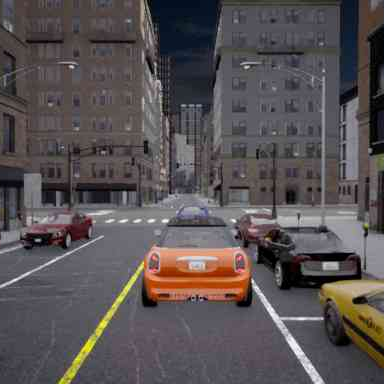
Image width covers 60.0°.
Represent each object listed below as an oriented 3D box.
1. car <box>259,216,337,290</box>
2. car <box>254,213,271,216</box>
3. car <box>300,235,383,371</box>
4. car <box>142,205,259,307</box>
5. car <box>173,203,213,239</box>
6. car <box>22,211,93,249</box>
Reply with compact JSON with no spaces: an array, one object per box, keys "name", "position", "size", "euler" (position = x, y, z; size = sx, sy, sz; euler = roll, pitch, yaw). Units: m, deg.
[{"name":"car","position":[2.861,1.563,8.943],"size":[1.947,1.339,4.313],"euler":[-1,0,0]},{"name":"car","position":[2.858,1.577,14.529],"size":[1.802,1.307,4.206],"euler":[-1,0,0]},{"name":"car","position":[2.864,1.524,3.527],"size":[1.752,1.417,4.829],"euler":[-1,0,0]},{"name":"car","position":[0.092,1.350,8.138],"size":[2.097,1.767,4.553],"euler":[0,0,0]},{"name":"car","position":[0.090,1.472,18.426],"size":[1.882,1.535,5.008],"euler":[0,0,1]},{"name":"car","position":[-5.687,1.540,14.521],"size":[1.887,1.381,4.507],"euler":[-1,0,0]}]
